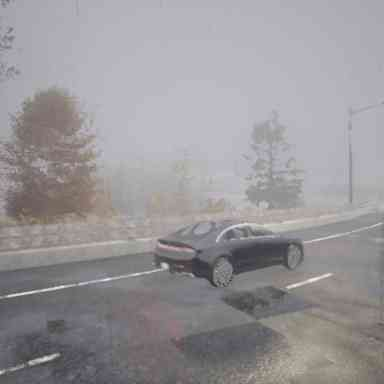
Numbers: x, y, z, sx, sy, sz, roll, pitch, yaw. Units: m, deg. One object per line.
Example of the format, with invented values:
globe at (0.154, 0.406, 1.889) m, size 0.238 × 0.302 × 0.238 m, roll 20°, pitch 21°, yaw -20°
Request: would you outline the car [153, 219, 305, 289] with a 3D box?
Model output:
car at (1.248, 1.523, 9.372) m, size 4.902 × 1.511 × 2.128 m, roll 0°, pitch 0°, yaw -39°
